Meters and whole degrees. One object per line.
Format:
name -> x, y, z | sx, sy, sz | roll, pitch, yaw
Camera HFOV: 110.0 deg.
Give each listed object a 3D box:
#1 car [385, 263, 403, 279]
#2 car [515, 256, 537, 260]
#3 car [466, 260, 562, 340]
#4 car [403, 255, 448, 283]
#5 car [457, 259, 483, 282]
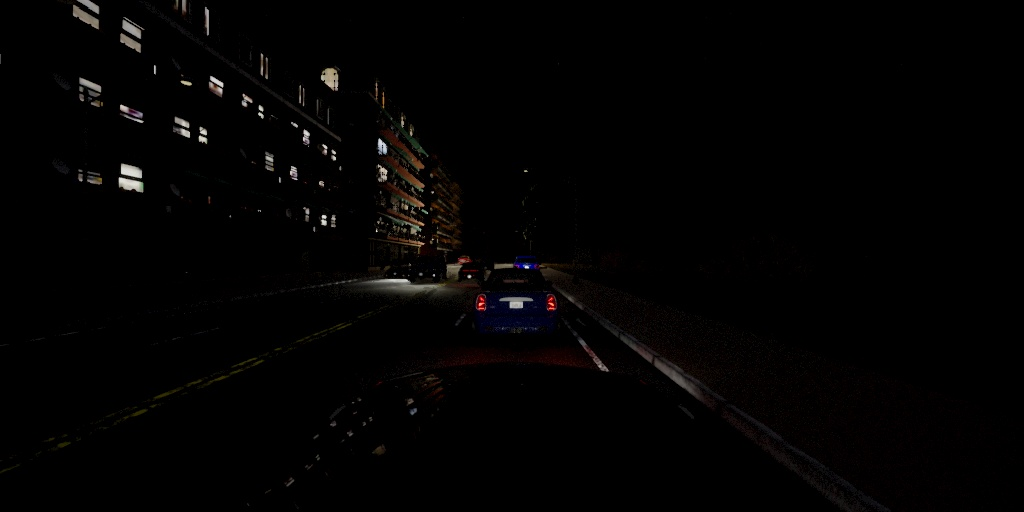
car -> -9.842, 1.317, 32.115 | 1.994, 1.385, 4.181 | 0, 0, 0
car -> 1.145, 0.979, 30.037 | 2.150, 2.045, 5.566 | 0, 0, 0
car -> 0.100, 1.103, 10.083 | 2.097, 1.767, 4.553 | 0, 0, 0
car -> -6.593, 0.975, 28.667 | 2.150, 2.045, 5.566 | 0, 0, 0
car -> -3.144, 1.258, 28.928 | 1.837, 1.490, 4.892 | 0, 0, 0
